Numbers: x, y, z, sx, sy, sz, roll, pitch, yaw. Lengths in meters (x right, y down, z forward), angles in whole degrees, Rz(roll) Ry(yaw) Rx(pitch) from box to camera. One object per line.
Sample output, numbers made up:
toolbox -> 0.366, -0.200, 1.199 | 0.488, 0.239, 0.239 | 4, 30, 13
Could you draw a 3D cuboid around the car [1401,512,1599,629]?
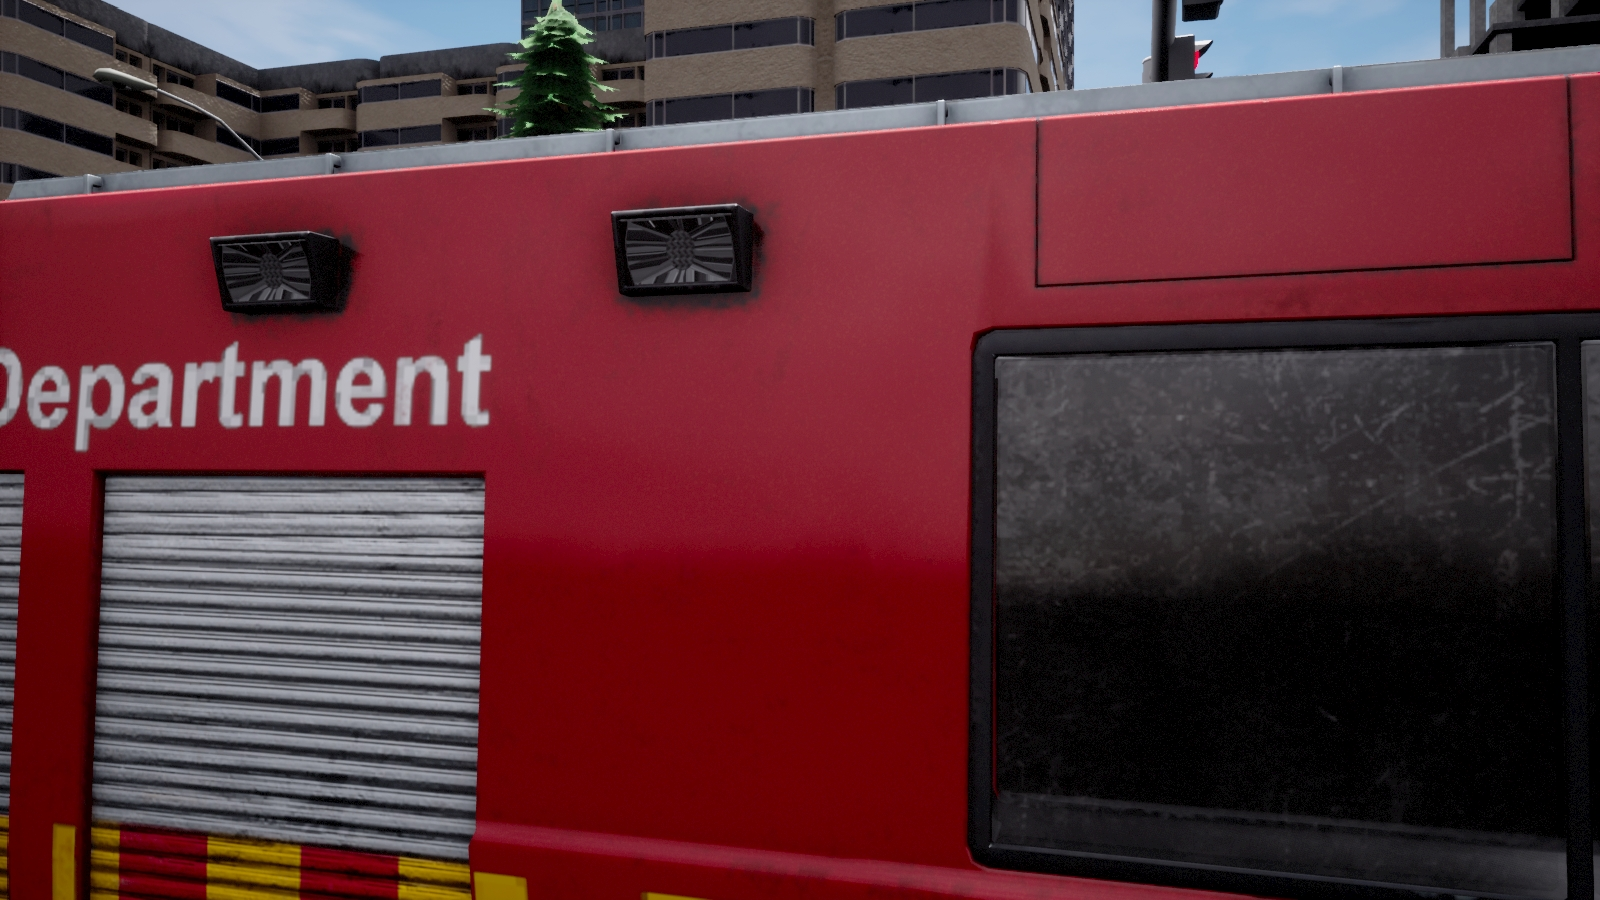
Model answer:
car -> 12.484, 2.037, 20.491 | 2.038, 1.542, 4.974 | 0, 0, 16
